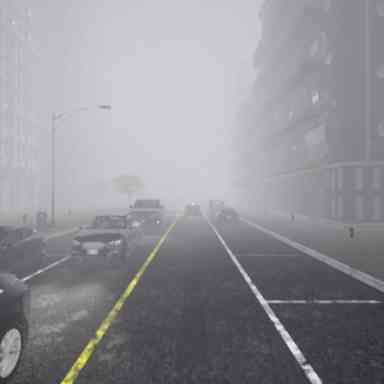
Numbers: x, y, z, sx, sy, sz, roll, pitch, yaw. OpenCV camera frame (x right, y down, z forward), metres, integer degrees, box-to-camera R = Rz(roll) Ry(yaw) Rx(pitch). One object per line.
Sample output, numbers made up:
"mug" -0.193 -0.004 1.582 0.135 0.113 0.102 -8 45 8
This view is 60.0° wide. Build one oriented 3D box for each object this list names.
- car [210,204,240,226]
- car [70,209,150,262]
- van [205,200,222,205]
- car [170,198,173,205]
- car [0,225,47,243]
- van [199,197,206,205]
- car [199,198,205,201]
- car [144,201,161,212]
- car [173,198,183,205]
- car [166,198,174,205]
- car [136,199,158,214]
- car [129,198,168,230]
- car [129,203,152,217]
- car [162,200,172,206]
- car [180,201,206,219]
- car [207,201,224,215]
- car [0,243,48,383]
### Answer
"car" 2.686 1.849 26.094 1.947 1.339 4.313 0 -1 0
"car" -3.096 1.631 12.854 2.128 1.511 4.902 0 -1 0
"van" 2.684 1.748 37.142 1.690 1.788 3.998 0 -1 0
"car" -5.701 2.341 70.273 1.887 1.381 4.507 0 -1 0
"car" -5.693 1.670 9.526 1.947 1.339 4.313 0 -1 0
"van" 2.677 2.340 86.844 1.690 1.788 3.998 0 -1 0
"car" 2.679 2.414 75.796 2.008 1.369 4.403 0 -1 0
"car" -5.698 2.086 48.184 2.008 1.369 4.403 0 -1 0
"car" -3.008 2.080 75.636 1.837 1.490 4.892 0 -1 0
"car" -5.703 2.439 86.842 1.967 1.590 4.097 0 -1 0
"car" -5.697 1.786 42.663 2.192 1.841 5.009 0 -1 0
"car" -3.088 1.476 23.435 2.150 2.045 5.566 0 -1 -1
"car" -5.696 1.973 37.139 1.947 1.339 4.313 0 -1 0
"car" -5.701 2.429 75.795 1.947 1.339 4.313 0 -1 0
"car" 0.088 1.912 33.335 2.033 1.411 5.357 0 -1 0
"car" 2.685 1.872 31.787 1.752 1.417 4.829 0 -1 0
"car" -3.099 1.535 2.643 1.837 1.490 4.892 0 -1 0
